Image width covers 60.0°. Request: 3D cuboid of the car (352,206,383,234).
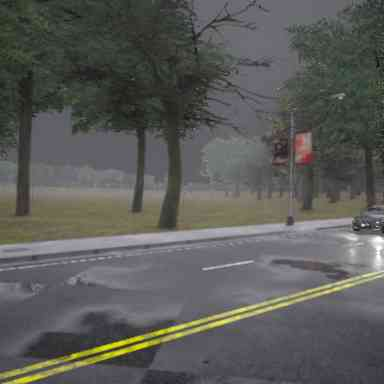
[{"bbox_3d":[11.455,1.600,19.849,4.892,1.490,1.837,0,0,-35],"label":"car"}]
